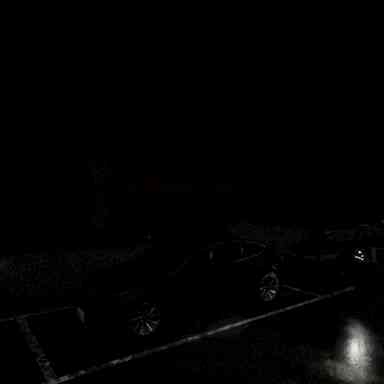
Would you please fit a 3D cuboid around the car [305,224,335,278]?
[{"bbox_3d":[4.486,1.582,9.731,4.206,1.307,1.802,0,0,-35],"label":"car"}]

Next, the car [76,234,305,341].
[{"bbox_3d":[0.005,1.566,6.539,4.313,1.339,1.947,0,0,-35],"label":"car"}]

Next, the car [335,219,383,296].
[{"bbox_3d":[5.886,1.221,7.574,5.566,2.045,2.150,0,0,-35],"label":"car"}]
